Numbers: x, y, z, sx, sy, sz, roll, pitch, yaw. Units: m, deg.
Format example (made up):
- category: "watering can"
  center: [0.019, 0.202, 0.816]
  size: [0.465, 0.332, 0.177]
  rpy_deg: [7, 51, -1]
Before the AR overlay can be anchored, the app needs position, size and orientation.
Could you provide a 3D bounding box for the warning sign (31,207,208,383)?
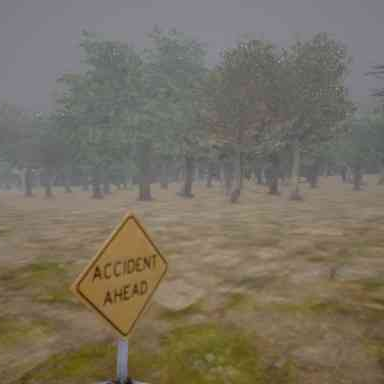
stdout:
- category: "warning sign"
  center: [-0.680, 1.118, 3.355]
  size: [1.060, 1.860, 1.300]
  rpy_deg: [2, 0, 36]
